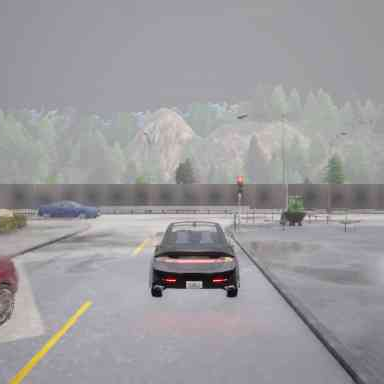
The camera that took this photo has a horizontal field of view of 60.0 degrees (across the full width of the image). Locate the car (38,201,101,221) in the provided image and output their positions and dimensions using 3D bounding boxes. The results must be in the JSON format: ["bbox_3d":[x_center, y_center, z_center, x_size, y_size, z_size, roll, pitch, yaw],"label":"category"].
[{"bbox_3d":[-9.905,1.477,27.045,5.008,1.535,1.882,0,0,10],"label":"car"}]

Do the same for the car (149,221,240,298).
[{"bbox_3d":[0.064,1.491,8.533,2.128,1.511,4.902,0,0,1],"label":"car"}]

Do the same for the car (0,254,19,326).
[{"bbox_3d":[-4.077,1.526,4.306,1.812,1.442,4.674,0,0,0],"label":"car"}]
